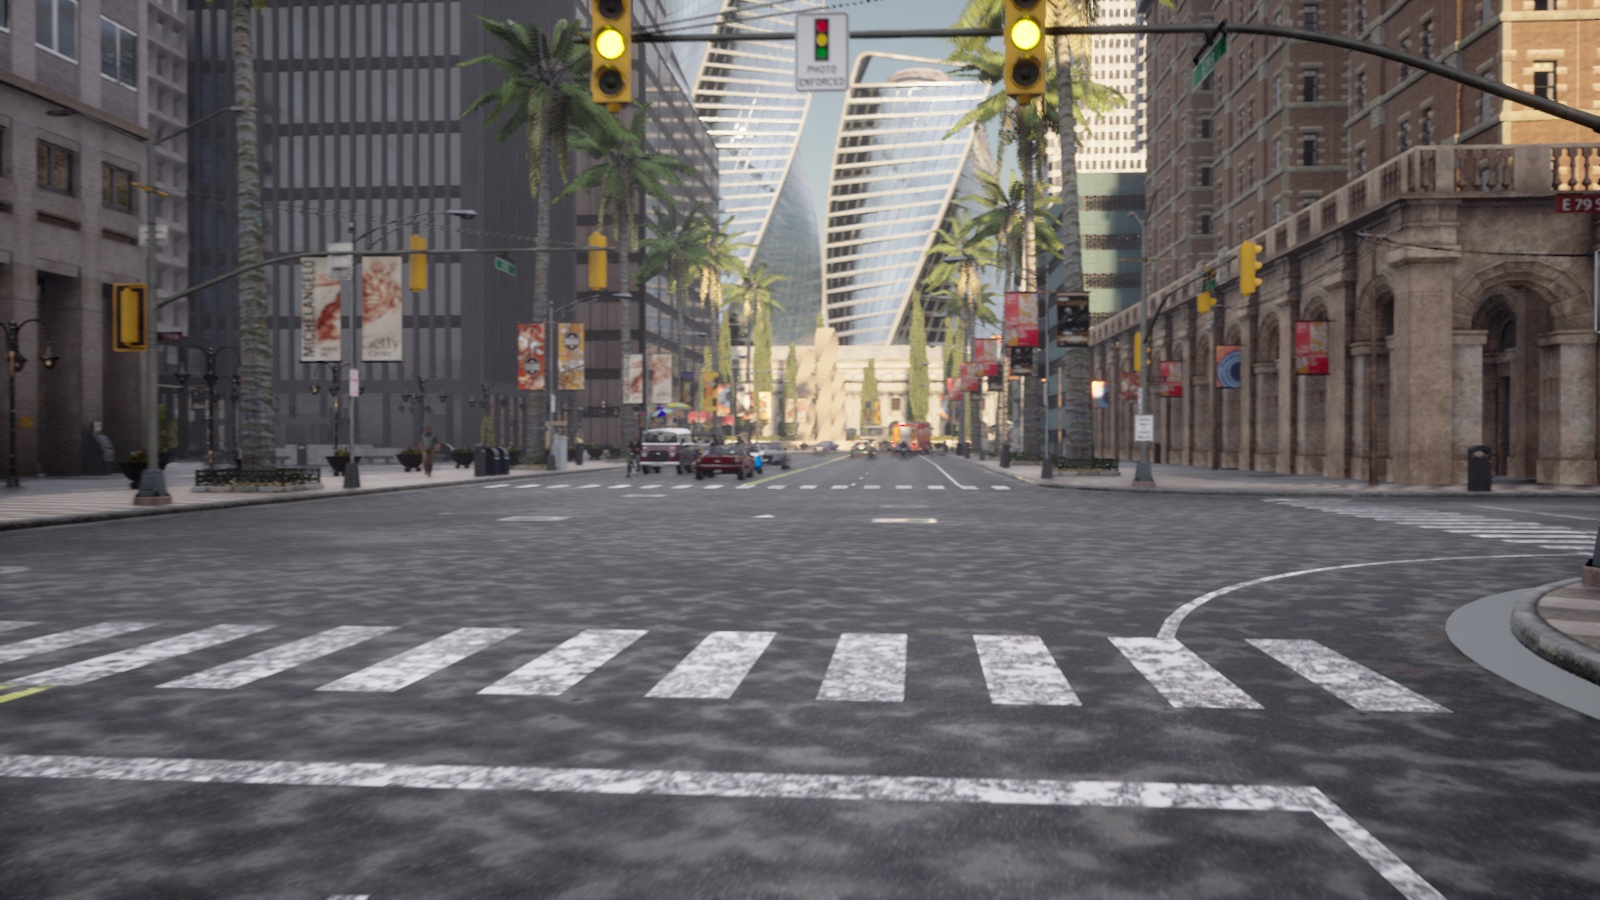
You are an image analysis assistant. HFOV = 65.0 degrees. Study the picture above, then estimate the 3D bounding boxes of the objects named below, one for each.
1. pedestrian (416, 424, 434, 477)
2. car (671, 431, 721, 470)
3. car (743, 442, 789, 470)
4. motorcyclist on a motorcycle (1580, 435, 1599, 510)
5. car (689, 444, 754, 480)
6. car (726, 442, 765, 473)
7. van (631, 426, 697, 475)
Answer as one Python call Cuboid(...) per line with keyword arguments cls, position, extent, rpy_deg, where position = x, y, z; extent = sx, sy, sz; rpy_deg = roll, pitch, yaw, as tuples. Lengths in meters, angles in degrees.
Cuboid(cls="pedestrian", position=(-13.289, 0.015, 44.487), extent=(0.540, 1.848, 0.694), rpy_deg=(0, 0, -11))
Cuboid(cls="car", position=(-5.255, 0.007, 63.908), extent=(1.905, 1.878, 3.866), rpy_deg=(0, 0, 5))
Cuboid(cls="car", position=(-1.707, 0.275, 64.407), extent=(1.994, 1.385, 4.181), rpy_deg=(0, 1, 4))
Cuboid(cls="motorcyclist on a motorcycle", position=(18.899, 0.495, 28.105), extent=(2.350, 1.649, 0.766), rpy_deg=(0, 0, 5))
Cuboid(cls="car", position=(-2.994, 0.438, 49.048), extent=(1.895, 1.301, 4.718), rpy_deg=(0, 0, 5))
Cuboid(cls="car", position=(-2.400, 0.335, 56.071), extent=(1.481, 1.376, 2.207), rpy_deg=(0, 0, 5))
Cuboid(cls="van", position=(-5.956, 0.002, 55.538), extent=(2.069, 2.038, 4.480), rpy_deg=(0, 0, 5))
